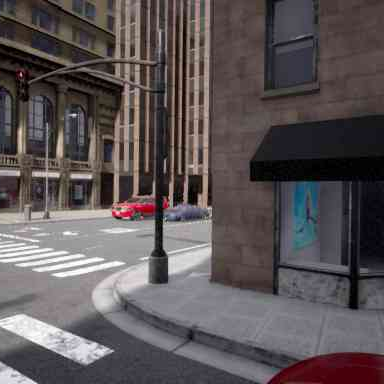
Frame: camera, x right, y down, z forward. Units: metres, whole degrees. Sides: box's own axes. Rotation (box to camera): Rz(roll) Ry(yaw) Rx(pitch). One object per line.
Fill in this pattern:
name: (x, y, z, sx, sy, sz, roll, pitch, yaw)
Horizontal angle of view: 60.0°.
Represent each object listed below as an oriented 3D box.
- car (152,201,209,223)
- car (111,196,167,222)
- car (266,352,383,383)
car: (-0.624, 1.727, 28.075, 2.033, 1.411, 5.357, 1, 0, 35)
car: (-4.282, 1.338, 28.508, 2.150, 2.045, 5.566, 1, 0, 35)
car: (2.359, 1.545, 1.291, 4.507, 1.381, 1.887, 0, 1, 35)
